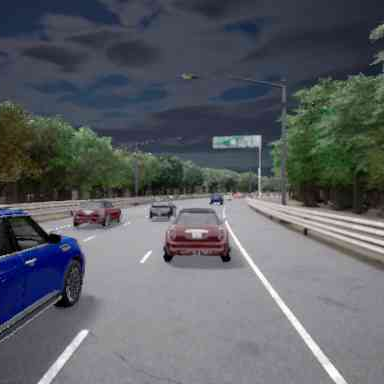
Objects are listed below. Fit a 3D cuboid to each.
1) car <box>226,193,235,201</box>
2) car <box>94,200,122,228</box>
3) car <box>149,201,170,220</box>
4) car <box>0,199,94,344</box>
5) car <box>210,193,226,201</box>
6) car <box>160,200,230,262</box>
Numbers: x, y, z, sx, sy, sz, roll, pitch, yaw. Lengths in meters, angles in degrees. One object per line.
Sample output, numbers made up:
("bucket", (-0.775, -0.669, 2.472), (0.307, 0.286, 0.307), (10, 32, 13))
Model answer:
("car", (9.012, 1.212, 85.442), (2.150, 2.045, 5.566), (0, 0, 12))
("car", (-6.235, 1.340, 22.500), (2.097, 1.767, 4.553), (0, 0, 3))
("car", (-2.368, 1.491, 28.300), (2.128, 1.511, 4.902), (0, 0, 4))
("car", (-3.387, 1.218, 4.758), (2.150, 2.045, 5.566), (0, 0, 1))
("car", (4.583, 1.222, 60.387), (2.150, 2.045, 5.566), (0, 0, 8))
("car", (0.216, 1.357, 12.387), (2.097, 1.767, 4.553), (0, 0, 2))
